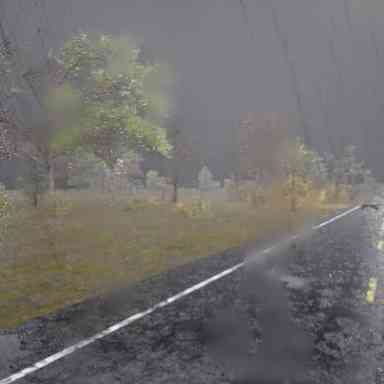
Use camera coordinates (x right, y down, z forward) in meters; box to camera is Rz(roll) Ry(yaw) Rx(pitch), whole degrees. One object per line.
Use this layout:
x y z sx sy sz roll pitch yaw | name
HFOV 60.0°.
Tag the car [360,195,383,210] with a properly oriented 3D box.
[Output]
21.580 1.402 40.243 2.033 1.411 5.357 0 0 31 | car
